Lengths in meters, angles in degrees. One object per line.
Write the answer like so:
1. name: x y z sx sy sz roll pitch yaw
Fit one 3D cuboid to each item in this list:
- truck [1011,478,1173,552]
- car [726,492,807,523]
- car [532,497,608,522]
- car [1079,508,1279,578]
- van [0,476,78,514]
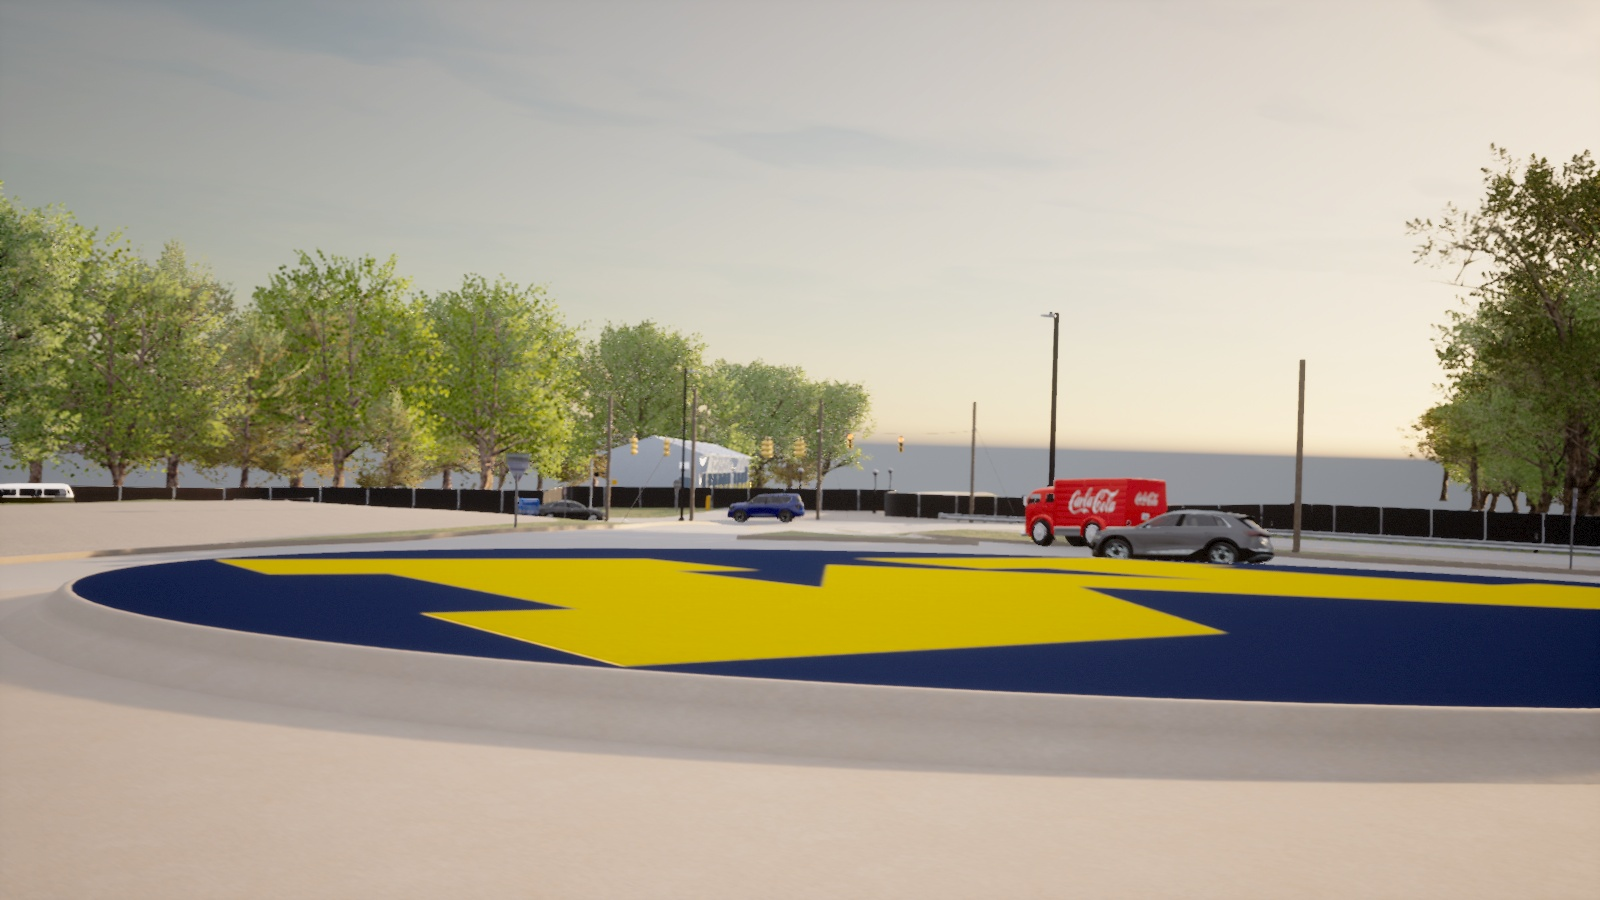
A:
1. truck: 10.421 2.342 45.163 2.627 2.467 5.204 4 -5 -35
2. car: -2.414 4.122 90.662 5.566 2.045 2.150 0 1 7
3. car: -15.941 4.101 86.918 4.892 1.490 1.837 3 0 -18
4. car: 10.443 2.549 34.697 4.856 1.649 2.033 0 -6 34
5. van: -44.234 2.577 72.037 4.480 2.038 2.069 3 0 -42
